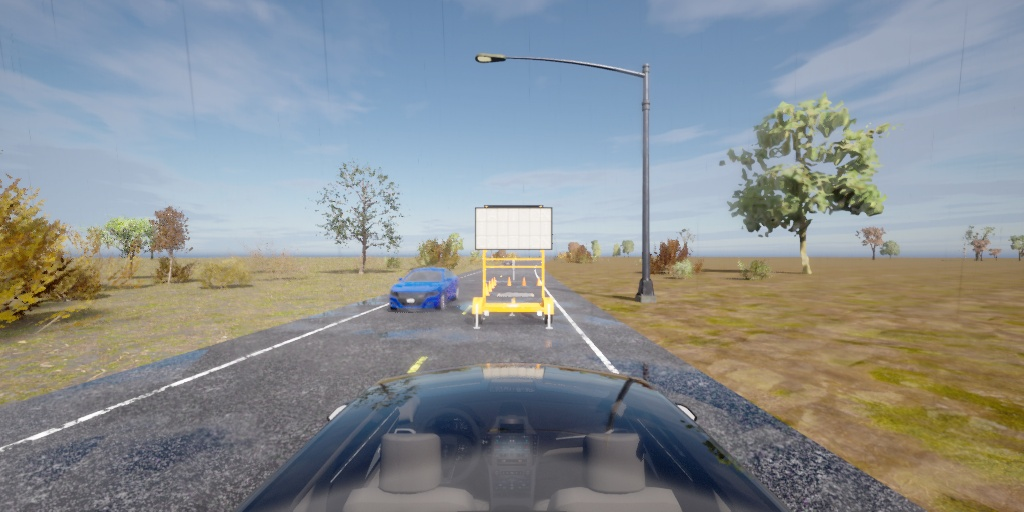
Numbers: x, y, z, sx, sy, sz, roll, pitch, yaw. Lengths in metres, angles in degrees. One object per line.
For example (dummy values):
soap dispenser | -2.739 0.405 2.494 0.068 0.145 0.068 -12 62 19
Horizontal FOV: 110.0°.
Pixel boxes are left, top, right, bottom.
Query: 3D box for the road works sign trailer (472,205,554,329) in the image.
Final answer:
road works sign trailer | 0.054 0.214 11.252 2.380 3.560 2.880 0 0 1

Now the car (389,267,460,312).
car | -3.351 1.227 14.507 1.882 1.535 5.008 0 0 1
